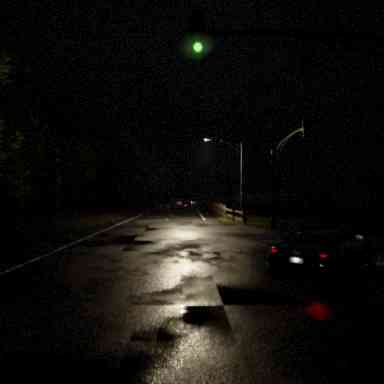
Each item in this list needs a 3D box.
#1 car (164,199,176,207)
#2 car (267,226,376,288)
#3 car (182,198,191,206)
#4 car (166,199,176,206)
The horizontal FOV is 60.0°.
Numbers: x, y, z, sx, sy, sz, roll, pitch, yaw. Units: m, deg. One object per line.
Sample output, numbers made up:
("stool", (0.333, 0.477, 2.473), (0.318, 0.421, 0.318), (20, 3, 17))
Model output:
("car", (-4.510, 2.235, 65.158), (1.837, 1.490, 4.892), (0, -1, -1))
("car", (3.932, 1.704, 9.882), (1.994, 1.385, 4.181), (-2, -2, 41))
("car", (-1.298, 2.231, 76.312), (2.097, 1.767, 4.553), (0, -1, -1))
("car", (-4.826, 2.401, 77.880), (2.128, 1.511, 4.902), (0, -1, -1))
